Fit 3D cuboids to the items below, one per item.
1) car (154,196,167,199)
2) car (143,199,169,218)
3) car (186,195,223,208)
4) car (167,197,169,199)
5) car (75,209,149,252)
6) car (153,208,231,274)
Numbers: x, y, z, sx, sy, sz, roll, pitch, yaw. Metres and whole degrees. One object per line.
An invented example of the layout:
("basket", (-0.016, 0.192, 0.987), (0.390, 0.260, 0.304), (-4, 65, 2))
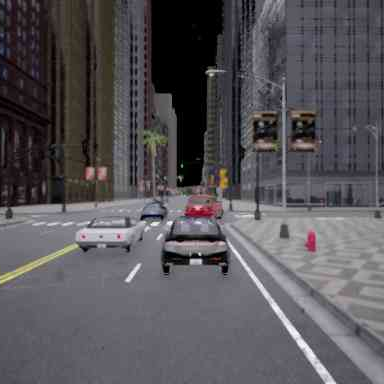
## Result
("car", (-6.524, 1.778, 63.506), (1.994, 1.385, 4.181), (0, 0, 1))
("car", (-3.156, 1.582, 28.427), (1.994, 1.385, 4.181), (0, 0, 0))
("car", (1.046, 1.229, 25.820), (2.150, 2.045, 5.566), (0, 1, 14))
("car", (-6.498, 1.809, 79.016), (1.837, 1.490, 4.892), (0, 0, 0))
("car", (-3.150, 1.601, 13.842), (1.895, 1.301, 4.718), (0, 0, 0))
("car", (0.099, 1.489, 10.548), (2.128, 1.511, 4.902), (0, 0, 0))
